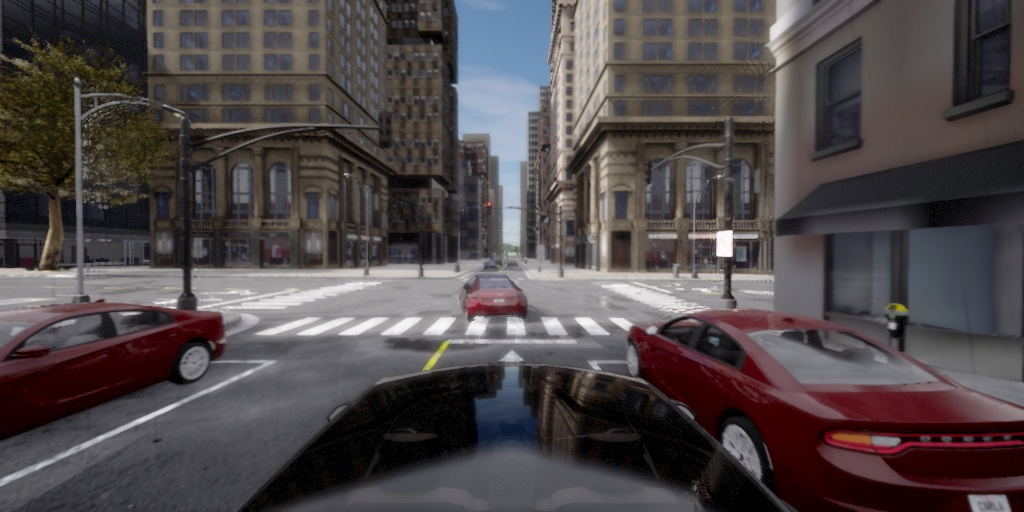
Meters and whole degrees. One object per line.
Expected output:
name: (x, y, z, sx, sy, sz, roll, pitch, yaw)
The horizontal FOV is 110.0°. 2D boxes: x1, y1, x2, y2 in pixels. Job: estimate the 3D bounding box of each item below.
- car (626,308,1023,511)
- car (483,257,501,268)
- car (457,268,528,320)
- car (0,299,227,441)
car: (2.761, 1.294, 4.295, 1.888, 1.381, 4.507, 0, 0, 0)
car: (-3.032, 1.285, 51.454, 2.033, 1.411, 5.357, 0, 0, 0)
car: (-0.807, 1.311, 12.717, 1.994, 1.385, 4.181, 0, 0, -12)
car: (-5.764, 1.294, 4.295, 1.888, 1.381, 4.507, 0, 0, 0)
